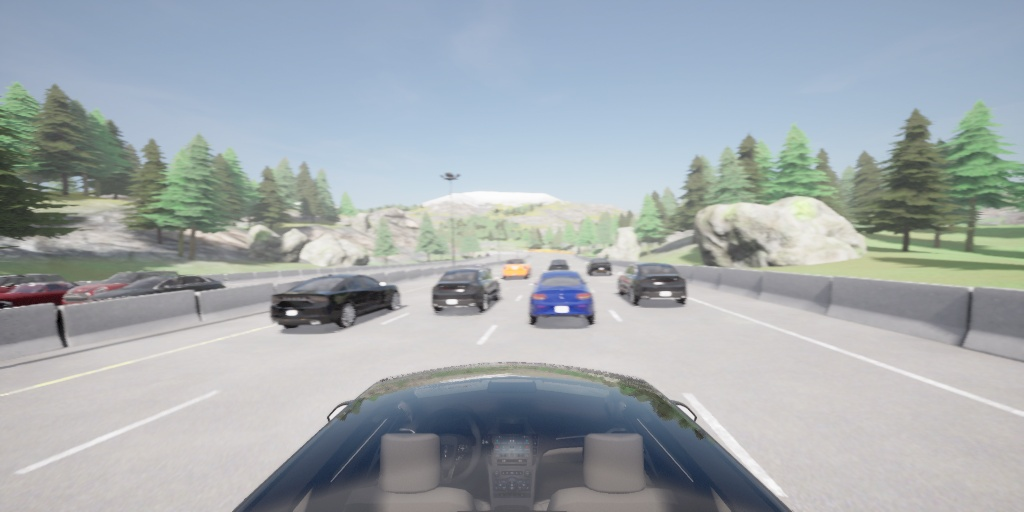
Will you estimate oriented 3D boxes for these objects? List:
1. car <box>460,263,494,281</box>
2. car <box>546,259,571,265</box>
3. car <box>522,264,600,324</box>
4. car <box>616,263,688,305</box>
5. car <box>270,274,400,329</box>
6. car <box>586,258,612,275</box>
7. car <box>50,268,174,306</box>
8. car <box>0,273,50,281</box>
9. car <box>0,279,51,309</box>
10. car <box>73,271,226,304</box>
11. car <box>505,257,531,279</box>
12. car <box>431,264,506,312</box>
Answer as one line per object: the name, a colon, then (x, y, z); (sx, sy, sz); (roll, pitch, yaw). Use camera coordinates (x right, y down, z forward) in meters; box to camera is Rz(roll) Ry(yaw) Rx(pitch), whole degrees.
car: (-2.975, 1.338, 31.157); (1.895, 1.301, 4.718); (-2, 0, 7)
car: (4.101, 1.039, 31.345); (1.837, 1.490, 4.892); (-2, 0, 7)
car: (1.542, 1.161, 11.349); (1.812, 1.442, 4.674); (-2, 0, 7)
car: (5.465, 1.009, 14.455); (1.837, 1.490, 4.892); (-2, 0, 7)
car: (-5.451, 1.318, 11.839); (1.882, 1.535, 5.008); (-2, 0, 7)
car: (7.733, 0.911, 32.169); (1.882, 1.535, 5.008); (-2, 0, 7)
car: (-18.973, 1.564, 18.000); (2.097, 1.767, 4.553); (-2, 0, 7)
car: (-25.970, 1.768, 18.445); (2.097, 1.767, 4.553); (-2, 0, 7)
car: (-22.615, 1.924, 17.065); (1.895, 1.301, 4.718); (-2, 0, 7)
car: (-15.675, 1.626, 16.192); (1.837, 1.490, 4.892); (-2, 0, 7)
car: (0.496, 0.989, 30.775); (2.097, 1.767, 4.553); (-2, 0, 7)
car: (-1.645, 1.221, 14.018); (1.837, 1.490, 4.892); (-2, 0, 7)
